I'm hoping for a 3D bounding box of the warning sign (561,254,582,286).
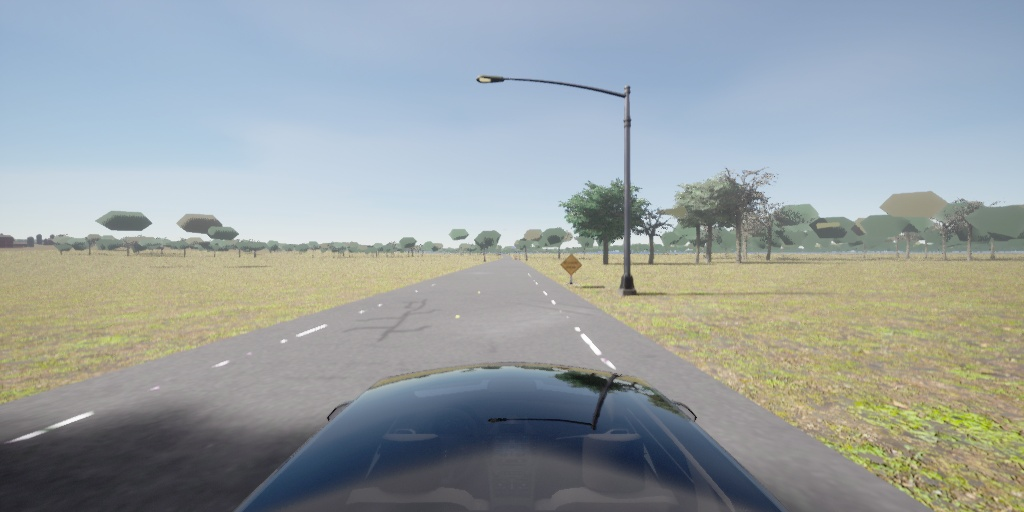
[{"bbox_3d":[3.550,0.823,21.578,1.300,1.860,1.060,0,0,0],"label":"warning sign"}]
